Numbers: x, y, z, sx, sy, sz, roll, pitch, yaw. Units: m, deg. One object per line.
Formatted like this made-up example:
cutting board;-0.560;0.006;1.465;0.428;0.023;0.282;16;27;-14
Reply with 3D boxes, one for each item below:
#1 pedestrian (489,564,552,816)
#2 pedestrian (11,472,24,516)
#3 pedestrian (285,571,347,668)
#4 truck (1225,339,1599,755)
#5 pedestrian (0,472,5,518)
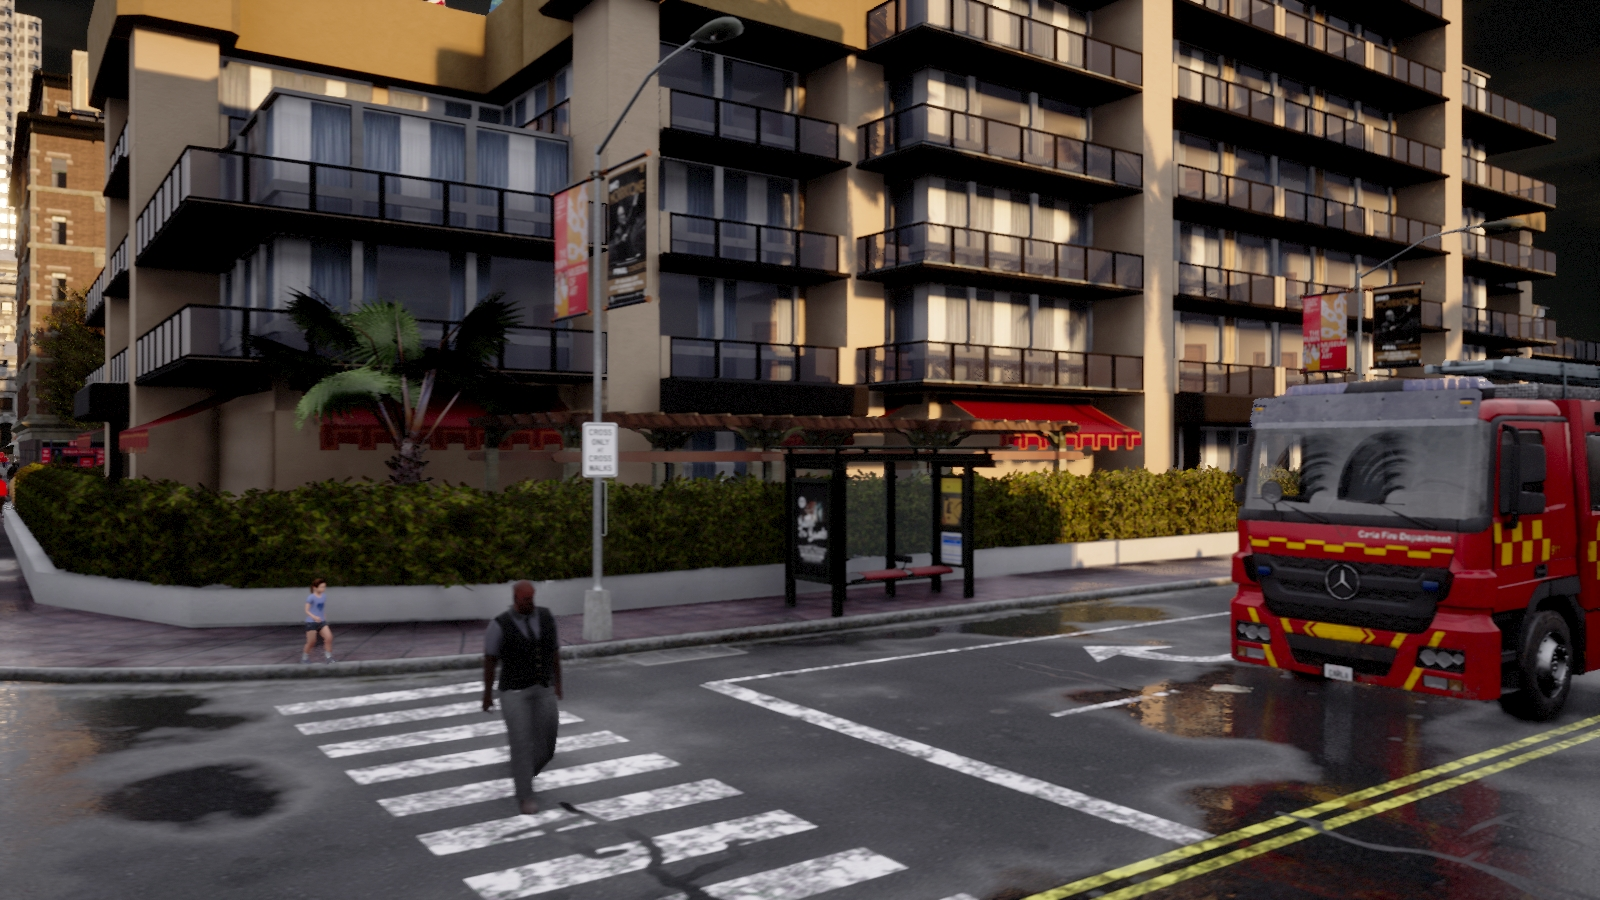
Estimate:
pedestrian;-2.187;1.849;8.942;0.375;1.860;0.375;0;0;-34
pedestrian;-32.964;1.849;48.124;0.375;1.860;0.375;0;0;-26
pedestrian;-5.971;2.076;14.113;0.500;1.100;0.500;0;0;28
truck;9.081;0.889;14.117;8.468;3.827;2.891;0;0;-35
pedestrian;-32.953;1.849;47.018;0.375;1.860;0.375;0;0;-33
